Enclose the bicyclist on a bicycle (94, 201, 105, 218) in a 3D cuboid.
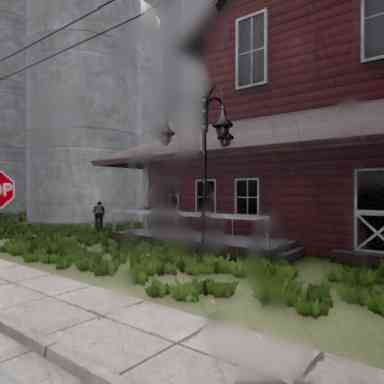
[{"bbox_3d":[-4.523,1.287,16.228,0.582,1.620,1.656,0,-2,-10],"label":"bicyclist on a bicycle"}]
